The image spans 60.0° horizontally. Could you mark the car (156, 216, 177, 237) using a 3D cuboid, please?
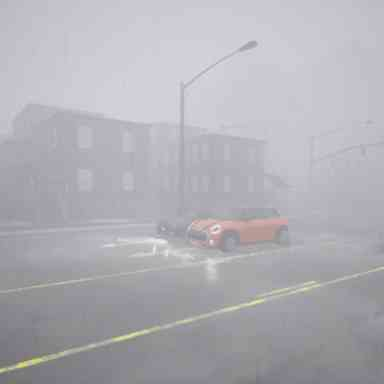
[{"bbox_3d":[0.273,1.592,17.035,4.181,1.385,1.994,0,0,-35],"label":"car"}]

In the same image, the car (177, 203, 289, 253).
[{"bbox_3d":[1.958,1.380,13.942,4.553,1.767,2.097,0,0,-35],"label":"car"}]
